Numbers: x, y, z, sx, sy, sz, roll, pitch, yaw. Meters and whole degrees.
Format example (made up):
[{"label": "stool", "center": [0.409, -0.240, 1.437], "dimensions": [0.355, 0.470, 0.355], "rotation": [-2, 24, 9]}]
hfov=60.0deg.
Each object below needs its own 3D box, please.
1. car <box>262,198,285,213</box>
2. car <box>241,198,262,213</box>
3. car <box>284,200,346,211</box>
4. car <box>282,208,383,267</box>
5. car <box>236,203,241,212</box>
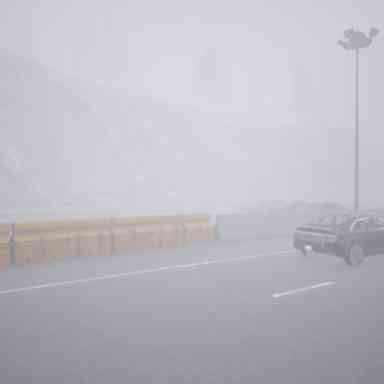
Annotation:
[{"label": "car", "center": [8.982, 1.445, 29.295], "dimensions": [5.008, 1.535, 1.882], "rotation": [0, 0, -26]}, {"label": "car", "center": [7.621, 1.433, 32.519], "dimensions": [5.008, 1.535, 1.882], "rotation": [0, 0, -26]}, {"label": "car", "center": [9.878, 1.483, 25.833], "dimensions": [4.892, 1.490, 1.837], "rotation": [0, 0, -26]}, {"label": "car", "center": [5.605, 1.485, 11.340], "dimensions": [4.902, 1.511, 2.128], "rotation": [0, 0, -31]}, {"label": "car", "center": [7.042, 1.437, 36.125], "dimensions": [4.902, 1.511, 2.128], "rotation": [0, 0, -26]}]
